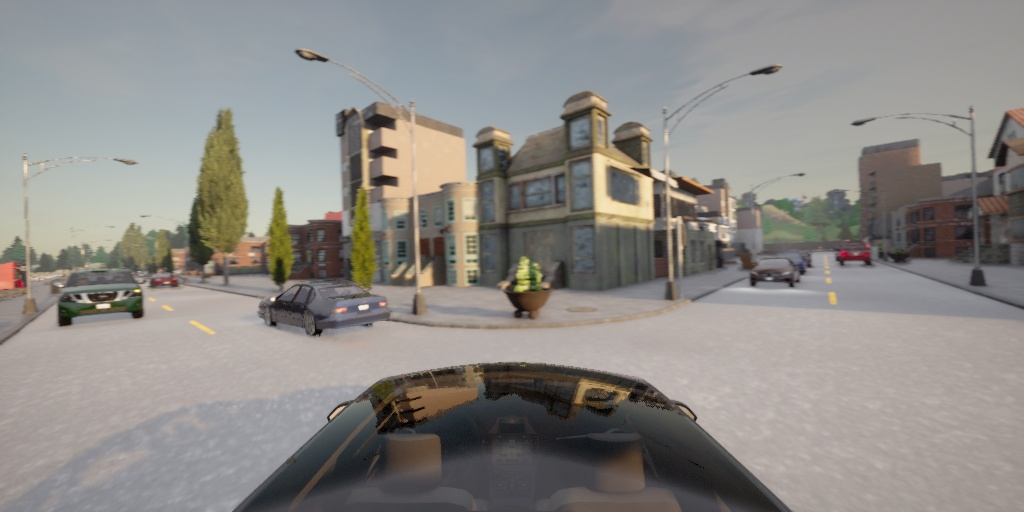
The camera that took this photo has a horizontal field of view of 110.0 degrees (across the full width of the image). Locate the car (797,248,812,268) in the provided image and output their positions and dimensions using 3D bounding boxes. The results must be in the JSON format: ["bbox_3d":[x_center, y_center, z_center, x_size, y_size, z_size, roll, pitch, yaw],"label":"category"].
[{"bbox_3d":[26.784,0.176,33.689,2.097,1.767,4.553,-2,0,41],"label":"car"}]

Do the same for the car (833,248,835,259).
[{"bbox_3d":[40.347,-0.422,43.229,2.150,2.045,5.566,-2,0,41],"label":"car"}]

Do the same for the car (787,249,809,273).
[{"bbox_3d":[20.217,0.529,26.223,1.882,1.535,5.008,-2,0,41],"label":"car"}]

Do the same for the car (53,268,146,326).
[{"bbox_3d":[-17.028,1.554,14.921,5.566,2.045,2.150,-2,0,41],"label":"car"}]

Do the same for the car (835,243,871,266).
[{"bbox_3d":[33.152,-0.171,34.778,2.150,2.045,5.566,-2,0,41],"label":"car"}]

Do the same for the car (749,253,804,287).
[{"bbox_3d":[14.151,0.786,19.260,1.812,1.442,4.674,-2,0,43],"label":"car"}]

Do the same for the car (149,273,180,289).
[{"bbox_3d":[-35.298,2.483,36.379,4.674,1.442,1.812,-2,0,41],"label":"car"}]

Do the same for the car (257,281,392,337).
[{"bbox_3d":[-5.989,1.501,11.182,5.357,1.411,2.033,-2,0,37],"label":"car"}]
